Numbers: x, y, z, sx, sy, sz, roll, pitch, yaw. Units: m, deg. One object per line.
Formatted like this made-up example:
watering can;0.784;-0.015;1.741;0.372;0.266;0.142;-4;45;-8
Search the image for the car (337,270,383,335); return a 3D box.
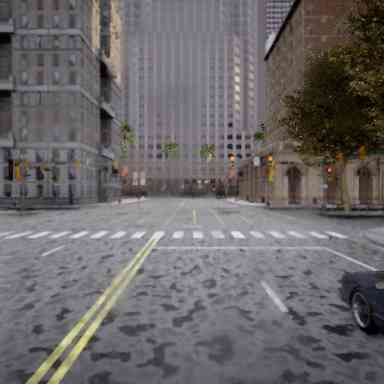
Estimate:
car;3.596;1.540;3.704;2.033;1.411;5.357;0;0;0
